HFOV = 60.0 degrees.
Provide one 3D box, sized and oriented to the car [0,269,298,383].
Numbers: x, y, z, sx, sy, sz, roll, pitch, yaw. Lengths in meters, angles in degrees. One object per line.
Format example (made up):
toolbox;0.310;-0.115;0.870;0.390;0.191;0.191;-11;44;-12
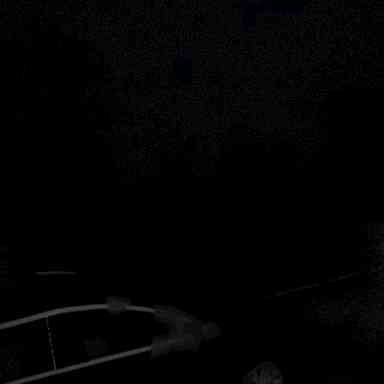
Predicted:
car;-1.075;1.495;2.960;4.902;1.511;2.128;0;0;-36
